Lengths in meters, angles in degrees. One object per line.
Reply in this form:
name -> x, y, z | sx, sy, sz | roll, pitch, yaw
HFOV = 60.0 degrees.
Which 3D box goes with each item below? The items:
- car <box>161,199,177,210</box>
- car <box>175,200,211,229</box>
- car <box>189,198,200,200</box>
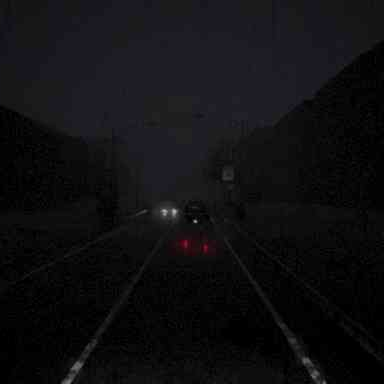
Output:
car -> -2.861, 1.541, 43.148 | 1.994, 1.385, 4.181 | 0, 0, 0
car -> 0.215, 1.515, 22.021 | 2.128, 1.511, 4.902 | 0, 0, 0
car -> 0.305, 1.487, 39.156 | 2.128, 1.511, 4.902 | 0, 0, 0
